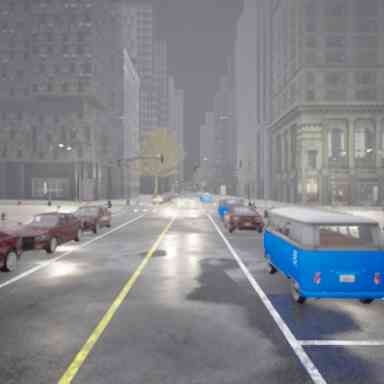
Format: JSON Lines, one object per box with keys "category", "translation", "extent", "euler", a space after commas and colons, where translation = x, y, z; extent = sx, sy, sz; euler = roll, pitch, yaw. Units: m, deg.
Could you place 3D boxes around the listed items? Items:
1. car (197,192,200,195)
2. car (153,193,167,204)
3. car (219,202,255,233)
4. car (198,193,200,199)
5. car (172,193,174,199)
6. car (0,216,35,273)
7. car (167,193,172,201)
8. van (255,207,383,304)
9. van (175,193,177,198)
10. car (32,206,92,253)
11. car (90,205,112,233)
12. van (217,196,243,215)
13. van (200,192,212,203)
{"category": "car", "translation": [2.824, 1.247, 84.019], "extent": [2.008, 1.369, 4.403], "euler": [0, 0, 0]}
{"category": "car", "translation": [-5.726, 1.311, 56.804], "extent": [1.752, 1.417, 4.829], "euler": [0, 0, 0]}
{"category": "car", "translation": [2.791, 1.465, 18.856], "extent": [1.887, 1.381, 4.507], "euler": [0, 0, 0]}
{"category": "car", "translation": [2.813, 1.311, 67.779], "extent": [1.947, 1.339, 4.313], "euler": [0, 0, 0]}
{"category": "car", "translation": [-5.708, 1.049, 72.843], "extent": [2.192, 1.841, 5.009], "euler": [0, 0, 0]}
{"category": "car", "translation": [-5.770, 1.515, 7.830], "extent": [1.887, 1.381, 4.507], "euler": [0, 0, 0]}
{"category": "car", "translation": [-5.713, 1.295, 67.554], "extent": [1.887, 1.381, 4.507], "euler": [0, 0, 0]}
{"category": "van", "translation": [2.782, 1.306, 7.806], "extent": [1.690, 1.788, 3.998], "euler": [0, 0, 0]}
{"category": "van", "translation": [-5.697, 1.029, 88.709], "extent": [1.690, 1.788, 3.998], "euler": [0, 0, 0]}
{"category": "car", "translation": [-5.767, 1.492, 13.356], "extent": [1.887, 1.381, 4.507], "euler": [0, 0, 0]}
{"category": "car", "translation": [-5.764, 1.469, 18.881], "extent": [1.887, 1.381, 4.507], "euler": [0, 0, 0]}
{"category": "van", "translation": [2.796, 1.239, 24.381], "extent": [1.690, 1.788, 3.998], "euler": [0, 0, 0]}
{"category": "van", "translation": [2.809, 1.104, 62.365], "extent": [1.690, 1.788, 3.998], "euler": [0, 0, 0]}
